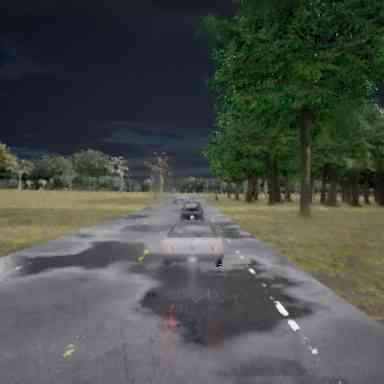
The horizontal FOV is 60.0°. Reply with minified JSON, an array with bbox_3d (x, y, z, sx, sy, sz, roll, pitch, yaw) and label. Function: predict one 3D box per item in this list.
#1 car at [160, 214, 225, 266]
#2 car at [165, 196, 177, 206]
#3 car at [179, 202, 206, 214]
[{"bbox_3d":[0.034,1.669,11.796,1.895,1.301,4.718,0,0,1],"label":"car"},{"bbox_3d":[-3.589,1.487,56.730,2.128,1.511,4.902,0,1,0],"label":"car"},{"bbox_3d":[0.033,1.613,27.424,1.837,1.490,4.892,0,0,0],"label":"car"}]
